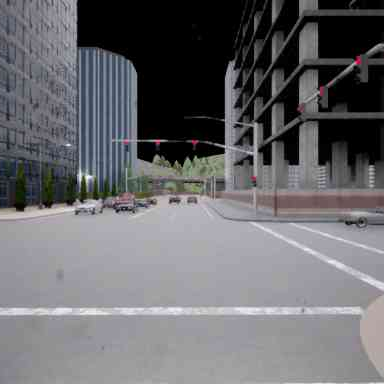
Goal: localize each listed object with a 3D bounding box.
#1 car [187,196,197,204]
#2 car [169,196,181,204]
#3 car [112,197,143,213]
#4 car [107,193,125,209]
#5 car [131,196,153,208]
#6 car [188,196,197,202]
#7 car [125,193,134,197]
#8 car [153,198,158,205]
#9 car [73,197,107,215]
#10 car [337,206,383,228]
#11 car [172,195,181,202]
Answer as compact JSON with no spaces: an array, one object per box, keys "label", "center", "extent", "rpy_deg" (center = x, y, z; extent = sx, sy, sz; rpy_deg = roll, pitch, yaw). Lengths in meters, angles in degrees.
[{"label":"car","center":[0.052,1.492,64.530],"extent":[2.128,1.511,4.902],"rpy_deg":[0,0,0]},{"label":"car","center":[-3.448,1.505,64.534],"extent":[1.837,1.490,4.892],"rpy_deg":[0,0,0]},{"label":"car","center":[-7.069,1.564,36.726],"extent":[1.994,1.385,4.181],"rpy_deg":[0,0,0]},{"label":"car","center":[-10.564,1.352,43.344],"extent":[2.097,1.767,4.553],"rpy_deg":[0,0,0]},{"label":"car","center":[-7.061,1.564,46.635],"extent":[1.994,1.385,4.181],"rpy_deg":[0,0,0]},{"label":"car","center":[0.060,1.579,73.635],"extent":[1.895,1.301,4.718],"rpy_deg":[0,0,0]},{"label":"car","center":[-10.553,1.221,53.759],"extent":[2.150,2.045,5.566],"rpy_deg":[0,0,0]},{"label":"car","center":[-7.037,1.601,56.675],"extent":[1.895,1.301,4.718],"rpy_deg":[0,0,0]},{"label":"car","center":[-10.570,1.526,34.411],"extent":[1.812,1.442,4.674],"rpy_deg":[0,0,0]},{"label":"car","center":[11.897,1.545,21.197],"extent":[4.718,1.301,1.895],"rpy_deg":[0,0,0]},{"label":"car","center":[-3.440,1.508,73.608],"extent":[1.812,1.442,4.674],"rpy_deg":[0,0,0]}]
